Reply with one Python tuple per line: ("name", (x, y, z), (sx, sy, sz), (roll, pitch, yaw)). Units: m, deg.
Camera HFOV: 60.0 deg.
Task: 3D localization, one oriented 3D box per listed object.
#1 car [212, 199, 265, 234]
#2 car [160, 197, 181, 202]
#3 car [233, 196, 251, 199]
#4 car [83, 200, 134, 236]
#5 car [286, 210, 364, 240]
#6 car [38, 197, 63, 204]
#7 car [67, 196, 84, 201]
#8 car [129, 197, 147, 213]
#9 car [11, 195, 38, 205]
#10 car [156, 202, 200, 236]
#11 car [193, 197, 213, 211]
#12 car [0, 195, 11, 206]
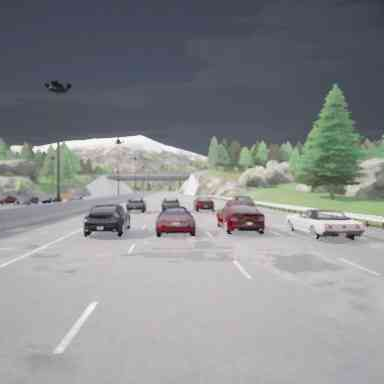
("car", (2.564, 1.374, 18.423), (1.882, 1.535, 5.008), (0, 0, -4))
("car", (-2.206, 1.297, 34.326), (2.128, 1.511, 4.902), (0, 0, -5))
("car", (4.886, 1.165, 33.466), (2.097, 1.767, 4.553), (0, 0, -5))
("car", (-4.398, 1.404, 17.662), (1.837, 1.490, 4.892), (0, 0, -4))
("car", (6.241, 1.509, 16.326), (1.895, 1.301, 4.718), (0, 0, -4))
("car", (-21.161, 1.369, 50.408), (1.895, 1.301, 4.718), (0, 0, -5))
("car", (-17.675, 1.286, 50.719), (1.812, 1.442, 4.674), (0, 0, -5))
("car", (-5.733, 1.296, 34.522), (2.128, 1.511, 4.902), (0, 0, -5))
("car", (-24.652, 1.250, 50.155), (2.128, 1.511, 4.902), (0, 0, -5))
("car", (-0.903, 1.463, 17.781), (1.994, 1.385, 4.181), (0, 0, -4))
("car", (1.201, 1.277, 35.625), (1.882, 1.535, 5.008), (0, 0, -5))
("car", (-28.141, 1.201, 49.873), (1.882, 1.535, 5.008), (0, 0, -5))
